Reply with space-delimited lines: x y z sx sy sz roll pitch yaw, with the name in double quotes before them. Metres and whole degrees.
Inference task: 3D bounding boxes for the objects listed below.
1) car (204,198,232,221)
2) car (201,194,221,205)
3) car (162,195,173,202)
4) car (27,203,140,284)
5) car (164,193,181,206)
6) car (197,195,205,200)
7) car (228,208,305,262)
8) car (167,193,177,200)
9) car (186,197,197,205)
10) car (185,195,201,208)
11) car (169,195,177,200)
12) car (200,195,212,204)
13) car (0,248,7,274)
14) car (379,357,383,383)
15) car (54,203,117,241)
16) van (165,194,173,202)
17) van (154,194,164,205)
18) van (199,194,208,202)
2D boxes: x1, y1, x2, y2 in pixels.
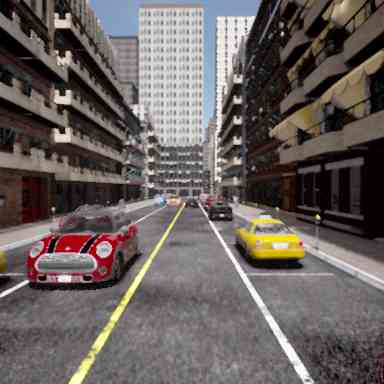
"car" 2.225 1.485 27.095 1.837 1.490 4.892 0 0 0
"car" 2.547 1.286 39.499 2.192 1.841 5.009 -1 0 0
"car" -5.337 1.382 72.773 1.967 1.590 4.097 -1 0 0
"car" -2.852 1.346 9.690 2.097 1.767 4.553 0 0 0
"car" -2.822 1.312 52.750 2.097 1.767 4.553 0 0 0
"car" 2.541 1.464 94.990 1.887 1.381 4.507 -1 0 0
"car" 2.554 1.518 11.925 1.752 1.417 4.829 -1 0 0
"car" -5.341 1.240 89.421 2.192 1.841 5.009 -1 0 0
"car" -0.008 1.555 60.091 1.895 1.301 4.718 0 0 0
"car" 0.003 1.490 47.694 1.812 1.442 4.674 0 0 0
"car" -5.339 1.485 94.970 1.947 1.339 4.313 -1 0 0
"car" 2.545 1.393 61.696 1.967 1.590 4.097 -1 0 0
"car" -5.325 1.521 6.014 1.752 1.417 4.829 -1 0 0
"car" 2.553 1.315 0.657 2.192 1.841 5.009 -1 0 0
"car" -5.328 1.428 17.282 1.967 1.590 4.097 -1 0 0
"van" -5.339 1.278 78.322 1.690 1.788 3.998 -1 0 0
"van" -5.335 1.298 56.126 1.690 1.788 3.998 -1 0 0
"van" 2.542 1.283 72.794 1.690 1.788 3.998 -1 0 0
